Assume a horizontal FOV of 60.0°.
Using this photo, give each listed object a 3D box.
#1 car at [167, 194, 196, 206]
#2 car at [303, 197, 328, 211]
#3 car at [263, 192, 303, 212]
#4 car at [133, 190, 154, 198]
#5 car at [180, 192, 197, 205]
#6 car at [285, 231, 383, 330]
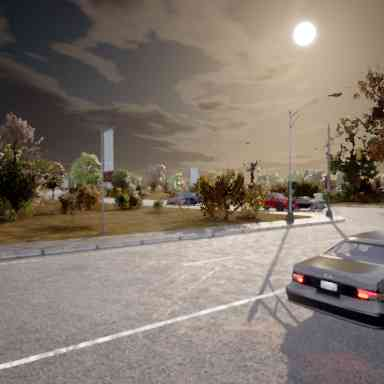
[{"bbox_3d":[-1.932,1.394,49.456,1.994,1.385,4.181,-1,0,-39],"label":"car"},{"bbox_3d":[12.614,1.286,37.042,2.128,1.511,4.902,-1,1,-39],"label":"car"},{"bbox_3d":[8.751,1.045,36.285,2.150,2.045,5.566,-1,0,-37],"label":"car"},{"bbox_3d":[-9.629,0.650,64.681,2.150,2.045,5.566,-1,0,-39],"label":"car"},{"bbox_3d":[0.047,1.025,52.568,2.150,2.045,5.566,-1,0,-39],"label":"car"},{"bbox_3d":[4.204,1.524,6.774,5.357,1.411,2.033,0,0,-36],"label":"car"}]
